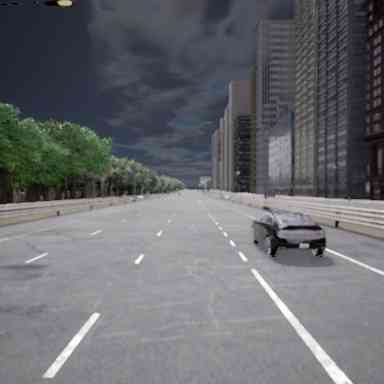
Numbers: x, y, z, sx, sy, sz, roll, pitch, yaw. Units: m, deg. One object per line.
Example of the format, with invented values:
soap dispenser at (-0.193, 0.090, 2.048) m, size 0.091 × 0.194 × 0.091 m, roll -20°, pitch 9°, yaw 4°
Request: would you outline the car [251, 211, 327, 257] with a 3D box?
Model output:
car at (3.528, 1.480, 12.901) m, size 2.128 × 1.511 × 4.902 m, roll 0°, pitch 0°, yaw 0°
